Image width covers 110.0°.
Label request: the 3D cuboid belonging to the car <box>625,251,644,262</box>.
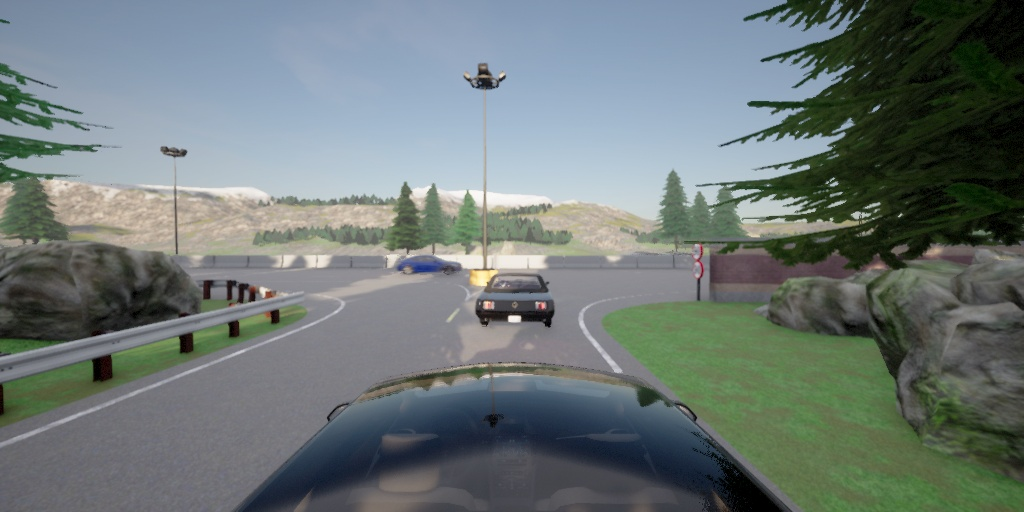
[{"bbox_3d":[15.856,0.254,43.140,4.718,1.301,1.895,0,2,1],"label":"car"}]

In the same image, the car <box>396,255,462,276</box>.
[{"bbox_3d":[-5.946,0.637,25.890,4.674,1.442,1.812,0,2,1],"label":"car"}]

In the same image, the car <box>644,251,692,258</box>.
[{"bbox_3d":[17.654,0.239,39.598,4.902,1.511,2.128,0,2,1],"label":"car"}]

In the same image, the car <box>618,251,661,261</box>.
[{"bbox_3d":[17.725,0.015,50.097,5.357,1.411,2.033,0,2,1],"label":"car"}]

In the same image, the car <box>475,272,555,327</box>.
[{"bbox_3d":[0.175,1.118,10.524,1.895,1.301,4.718,0,1,3],"label":"car"}]
